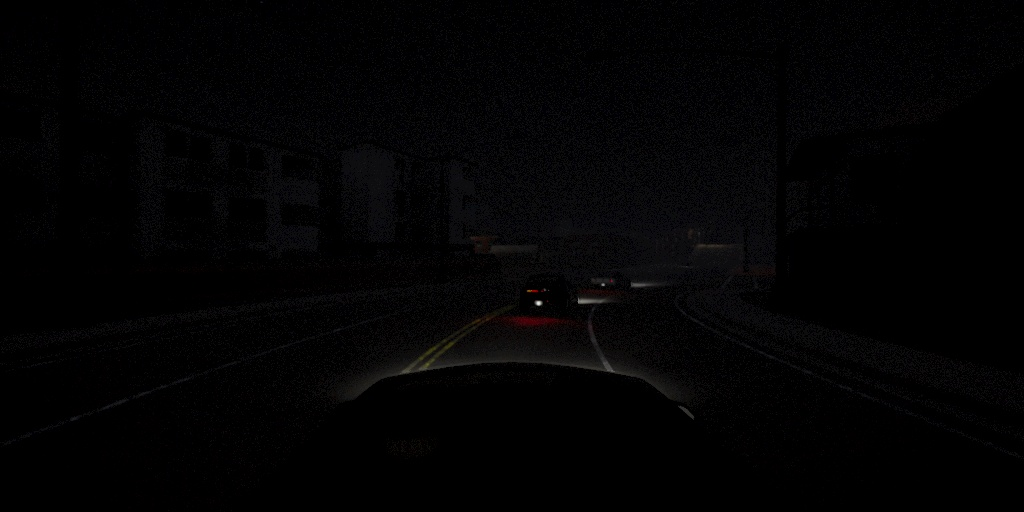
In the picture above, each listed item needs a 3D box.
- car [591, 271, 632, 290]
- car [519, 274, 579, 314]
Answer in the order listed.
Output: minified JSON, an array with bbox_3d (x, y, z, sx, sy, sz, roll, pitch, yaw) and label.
[{"bbox_3d":[7.902,1.864,28.080,1.895,1.301,4.718,0,-1,34],"label":"car"},{"bbox_3d":[1.681,1.491,15.314,1.837,1.490,4.892,0,-1,17],"label":"car"}]
